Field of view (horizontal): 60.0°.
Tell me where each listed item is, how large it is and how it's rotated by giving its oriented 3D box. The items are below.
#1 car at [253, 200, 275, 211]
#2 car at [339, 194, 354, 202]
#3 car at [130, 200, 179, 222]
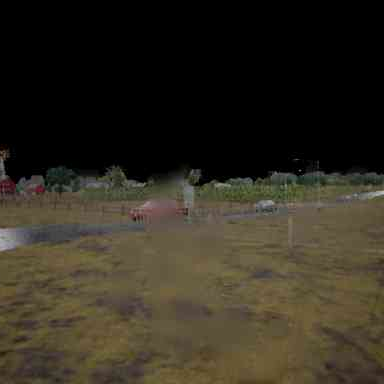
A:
[{"bbox_3d":[11.573,2.089,53.141,2.097,1.767,4.553,-2,0,36],"label":"car"},{"bbox_3d":[39.393,1.559,85.437,2.097,1.767,4.553,-2,0,36],"label":"car"},{"bbox_3d":[-3.536,1.797,32.510,2.150,2.045,5.566,-2,-2,36],"label":"car"}]
